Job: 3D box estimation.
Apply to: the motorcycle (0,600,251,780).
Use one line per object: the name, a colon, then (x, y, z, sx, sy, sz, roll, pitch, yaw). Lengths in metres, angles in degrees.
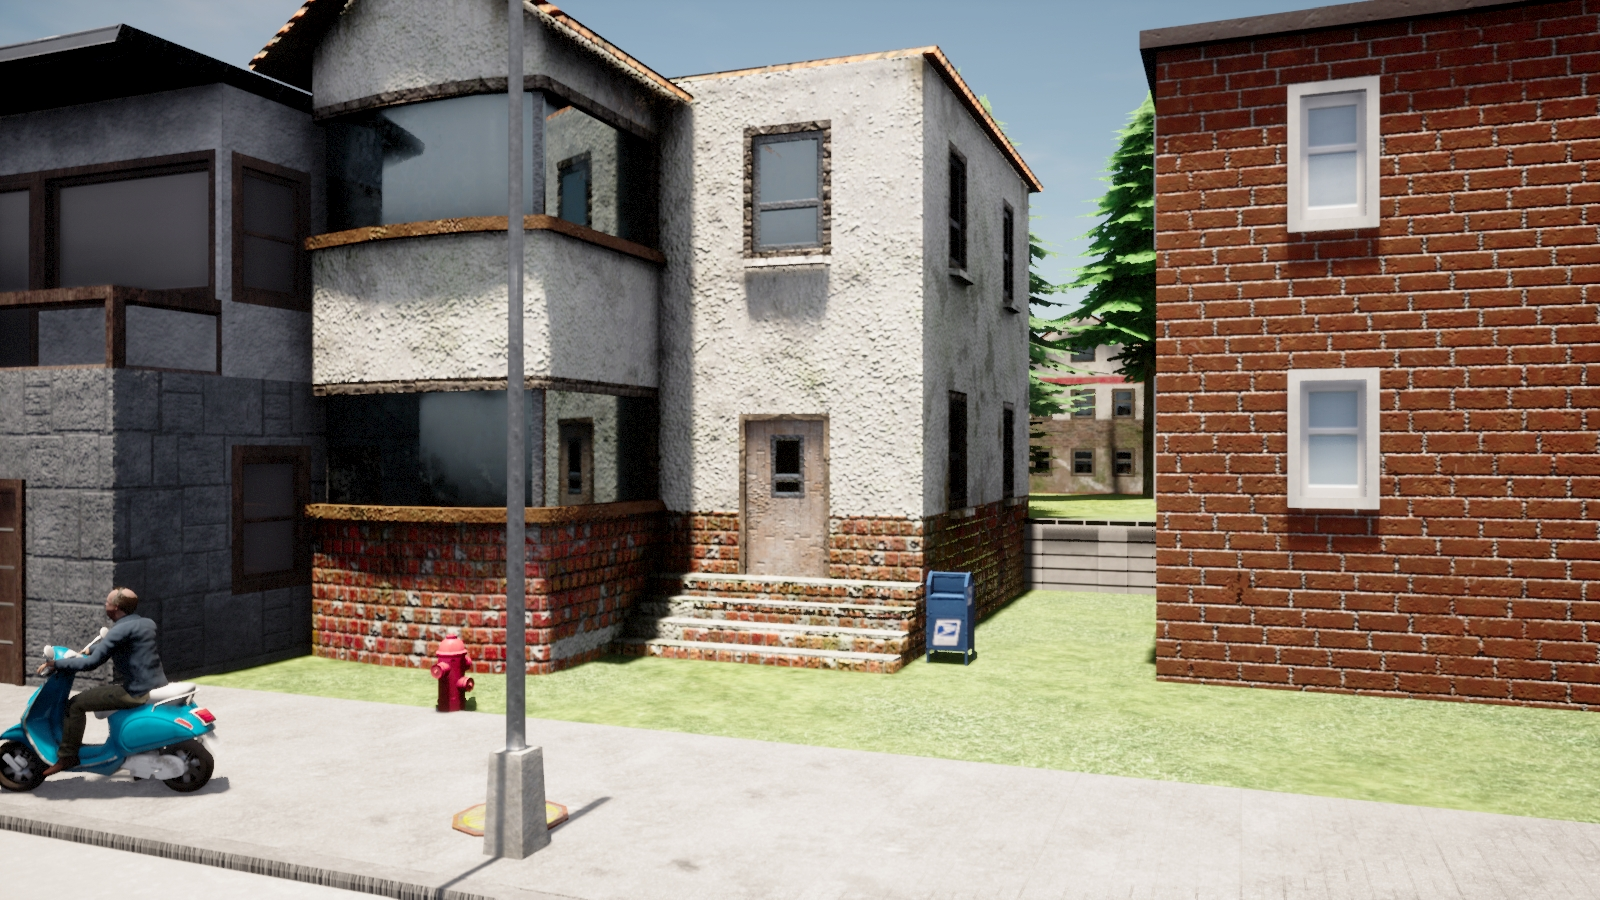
motorcycle: (-5.442, 1.858, 9.019, 1.805, 1.236, 0.856, 0, 0, 1)
